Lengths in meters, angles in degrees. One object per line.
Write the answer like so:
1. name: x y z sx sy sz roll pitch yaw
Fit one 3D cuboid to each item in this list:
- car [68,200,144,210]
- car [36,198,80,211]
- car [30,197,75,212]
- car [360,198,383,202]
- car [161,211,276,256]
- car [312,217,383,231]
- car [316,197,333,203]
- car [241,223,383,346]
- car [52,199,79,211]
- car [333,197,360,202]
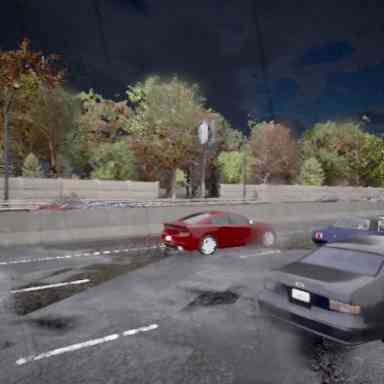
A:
1. car: -5.126 1.475 21.764 4.902 1.511 2.128 0 0 -35
2. car: -9.784 1.501 27.047 4.674 1.442 1.812 0 0 -35
3. car: -11.977 1.323 29.782 4.553 1.767 2.097 0 0 -35
4. car: 27.048 1.564 48.598 4.674 1.442 1.812 0 0 -35
5. car: 1.205 1.473 13.133 5.008 1.535 1.882 0 0 -35
6. car: 6.786 1.603 12.778 4.718 1.301 1.895 0 0 -35
7. car: 21.991 1.505 53.594 5.008 1.535 1.882 0 0 -35
8. car: 3.633 1.549 6.287 5.357 1.411 2.033 0 0 -35
9. car: -7.318 1.471 24.502 4.902 1.511 2.128 0 0 -35
10. car: 24.343 1.523 50.975 4.902 1.511 2.128 0 0 -34
